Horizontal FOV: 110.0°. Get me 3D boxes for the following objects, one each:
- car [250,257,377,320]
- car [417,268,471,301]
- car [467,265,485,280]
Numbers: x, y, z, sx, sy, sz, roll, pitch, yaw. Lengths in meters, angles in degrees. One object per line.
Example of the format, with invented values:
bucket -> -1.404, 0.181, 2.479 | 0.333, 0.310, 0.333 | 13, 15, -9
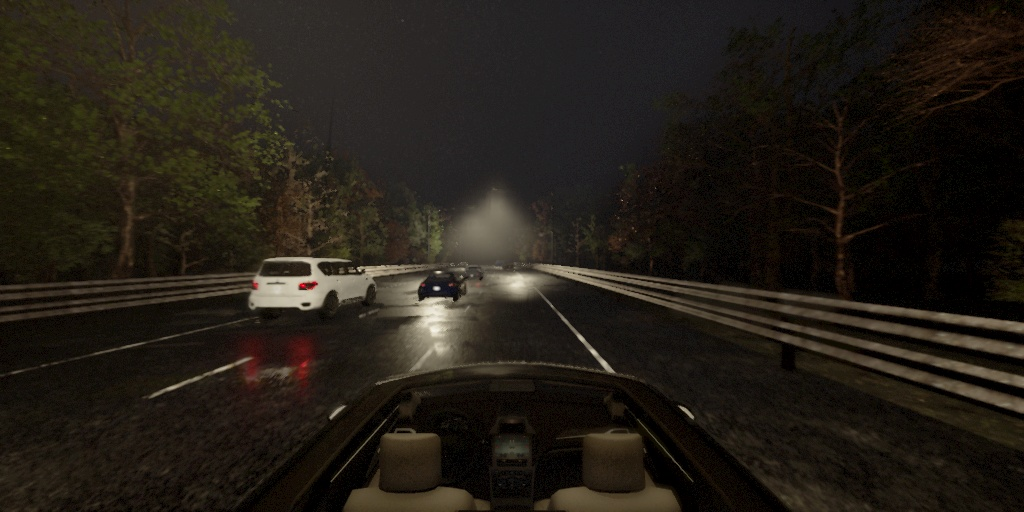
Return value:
car -> -6.965, 1.086, 13.302 | 2.150, 2.045, 5.566 | 0, -1, 0
car -> -3.500, 1.481, 18.593 | 1.994, 1.385, 4.181 | 0, -1, -1
car -> -3.768, 1.628, 35.558 | 1.812, 1.442, 4.674 | 0, -1, -1
